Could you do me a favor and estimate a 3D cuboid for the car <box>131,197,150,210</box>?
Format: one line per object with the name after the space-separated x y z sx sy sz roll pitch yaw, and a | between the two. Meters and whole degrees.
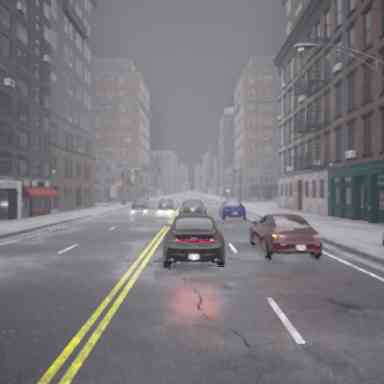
-6.567 1.468 42.802 1.837 1.490 4.892 0 0 0 | car

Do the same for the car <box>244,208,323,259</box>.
3.328 1.514 12.410 1.812 1.442 4.674 0 0 0 | car

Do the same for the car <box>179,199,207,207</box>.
0.071 1.327 26.211 2.097 1.767 4.553 0 0 0 | car

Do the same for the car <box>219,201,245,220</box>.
3.330 1.452 27.980 1.882 1.535 5.008 0 0 0 | car

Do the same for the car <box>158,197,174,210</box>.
-3.316 1.454 42.777 2.128 1.511 4.902 0 0 0 | car

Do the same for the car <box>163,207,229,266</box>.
0.073 1.495 11.434 1.837 1.490 4.892 0 0 0 | car
